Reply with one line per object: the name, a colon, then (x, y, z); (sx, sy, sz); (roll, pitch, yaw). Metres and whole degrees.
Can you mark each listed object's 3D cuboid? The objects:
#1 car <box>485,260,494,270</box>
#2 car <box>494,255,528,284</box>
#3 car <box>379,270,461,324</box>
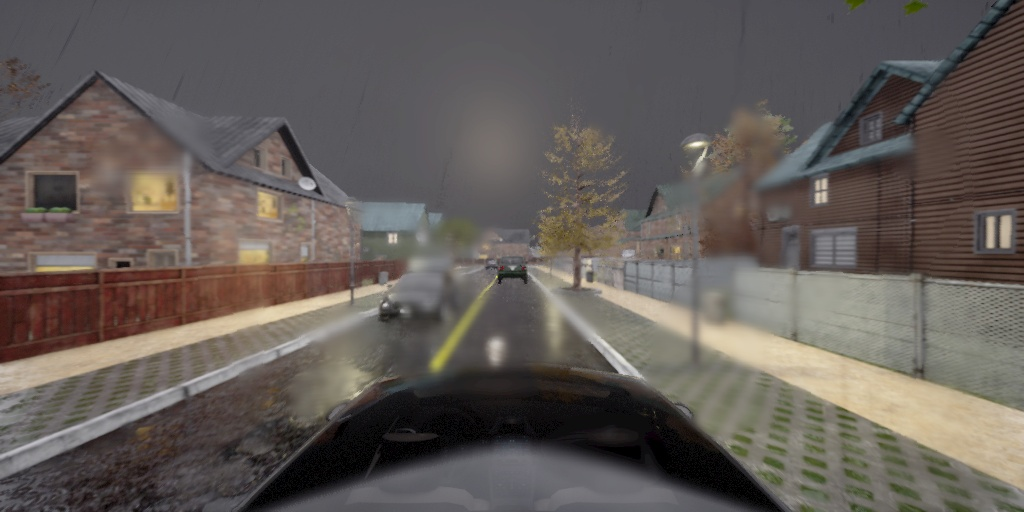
car: (-2.905, 1.329, 53.655); (2.033, 1.411, 5.357); (0, 0, 0)
car: (0.043, 0.957, 27.337); (2.150, 2.045, 5.566); (0, 0, 0)
car: (-2.860, 1.248, 12.011); (1.837, 1.490, 4.892); (0, 0, 0)
